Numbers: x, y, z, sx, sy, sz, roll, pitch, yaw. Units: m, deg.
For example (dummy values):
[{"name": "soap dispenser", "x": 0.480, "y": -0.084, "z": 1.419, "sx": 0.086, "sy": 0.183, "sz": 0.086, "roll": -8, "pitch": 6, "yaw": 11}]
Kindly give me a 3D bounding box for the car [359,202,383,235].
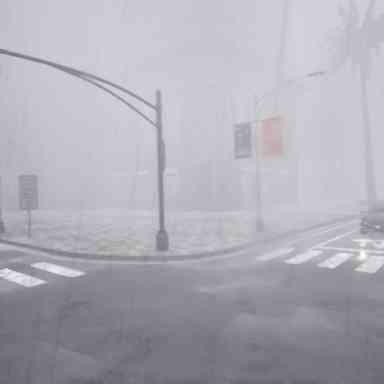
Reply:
[{"name": "car", "x": 9.933, "y": 1.291, "z": 16.916, "sx": 1.837, "sy": 1.490, "sz": 4.892, "roll": -2, "pitch": 0, "yaw": 40}]
